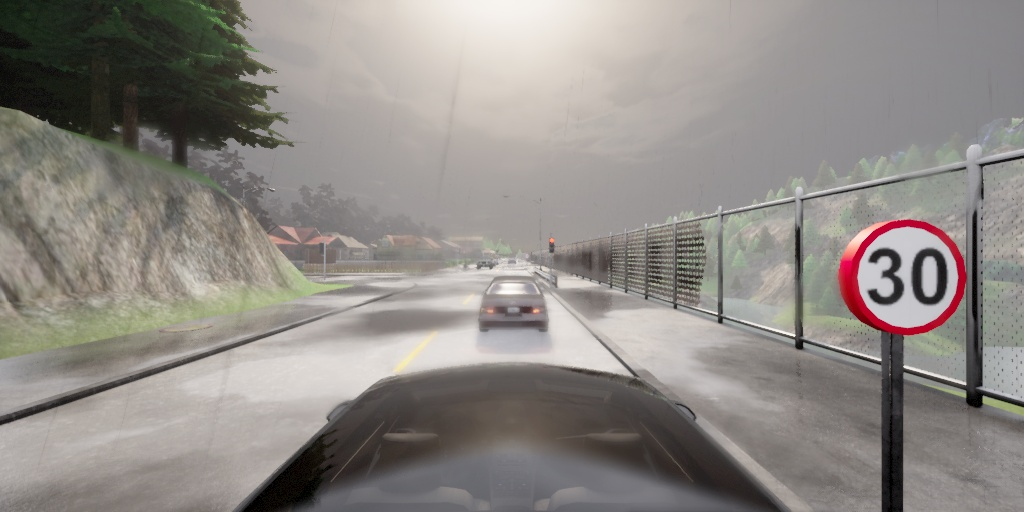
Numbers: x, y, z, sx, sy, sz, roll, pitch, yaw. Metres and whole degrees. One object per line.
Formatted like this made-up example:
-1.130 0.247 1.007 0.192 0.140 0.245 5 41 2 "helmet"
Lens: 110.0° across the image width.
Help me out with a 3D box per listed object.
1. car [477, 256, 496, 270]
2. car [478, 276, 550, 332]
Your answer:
-4.078 0.971 54.688 2.150 2.045 5.566 0 0 0 "car"
0.050 1.297 10.794 2.033 1.411 5.357 0 0 0 "car"
